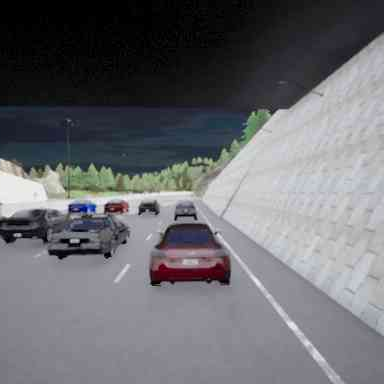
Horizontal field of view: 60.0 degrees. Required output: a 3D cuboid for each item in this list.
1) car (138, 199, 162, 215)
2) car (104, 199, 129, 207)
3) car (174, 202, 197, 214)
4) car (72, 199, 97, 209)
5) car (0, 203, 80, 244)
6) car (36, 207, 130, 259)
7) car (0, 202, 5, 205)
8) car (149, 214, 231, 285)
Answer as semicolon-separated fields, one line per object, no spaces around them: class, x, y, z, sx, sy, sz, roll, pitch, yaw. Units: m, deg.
car;-4.170;1.474;33.021;1.837;1.490;4.892;0;0;-1
car;-7.706;1.471;34.401;1.882;1.535;5.008;0;0;-1
car;-0.538;1.498;27.716;2.033;1.411;5.357;0;0;-1
car;-11.208;1.499;34.344;1.882;1.535;5.008;0;0;-1
car;-7.251;1.530;16.142;1.837;1.490;4.892;0;0;-1
car;-3.666;1.551;12.723;2.033;1.411;5.357;0;0;-1
car;-21.856;1.611;35.427;1.837;1.490;4.892;0;0;-1
car;-0.083;1.546;9.478;1.994;1.385;4.181;0;0;-1
